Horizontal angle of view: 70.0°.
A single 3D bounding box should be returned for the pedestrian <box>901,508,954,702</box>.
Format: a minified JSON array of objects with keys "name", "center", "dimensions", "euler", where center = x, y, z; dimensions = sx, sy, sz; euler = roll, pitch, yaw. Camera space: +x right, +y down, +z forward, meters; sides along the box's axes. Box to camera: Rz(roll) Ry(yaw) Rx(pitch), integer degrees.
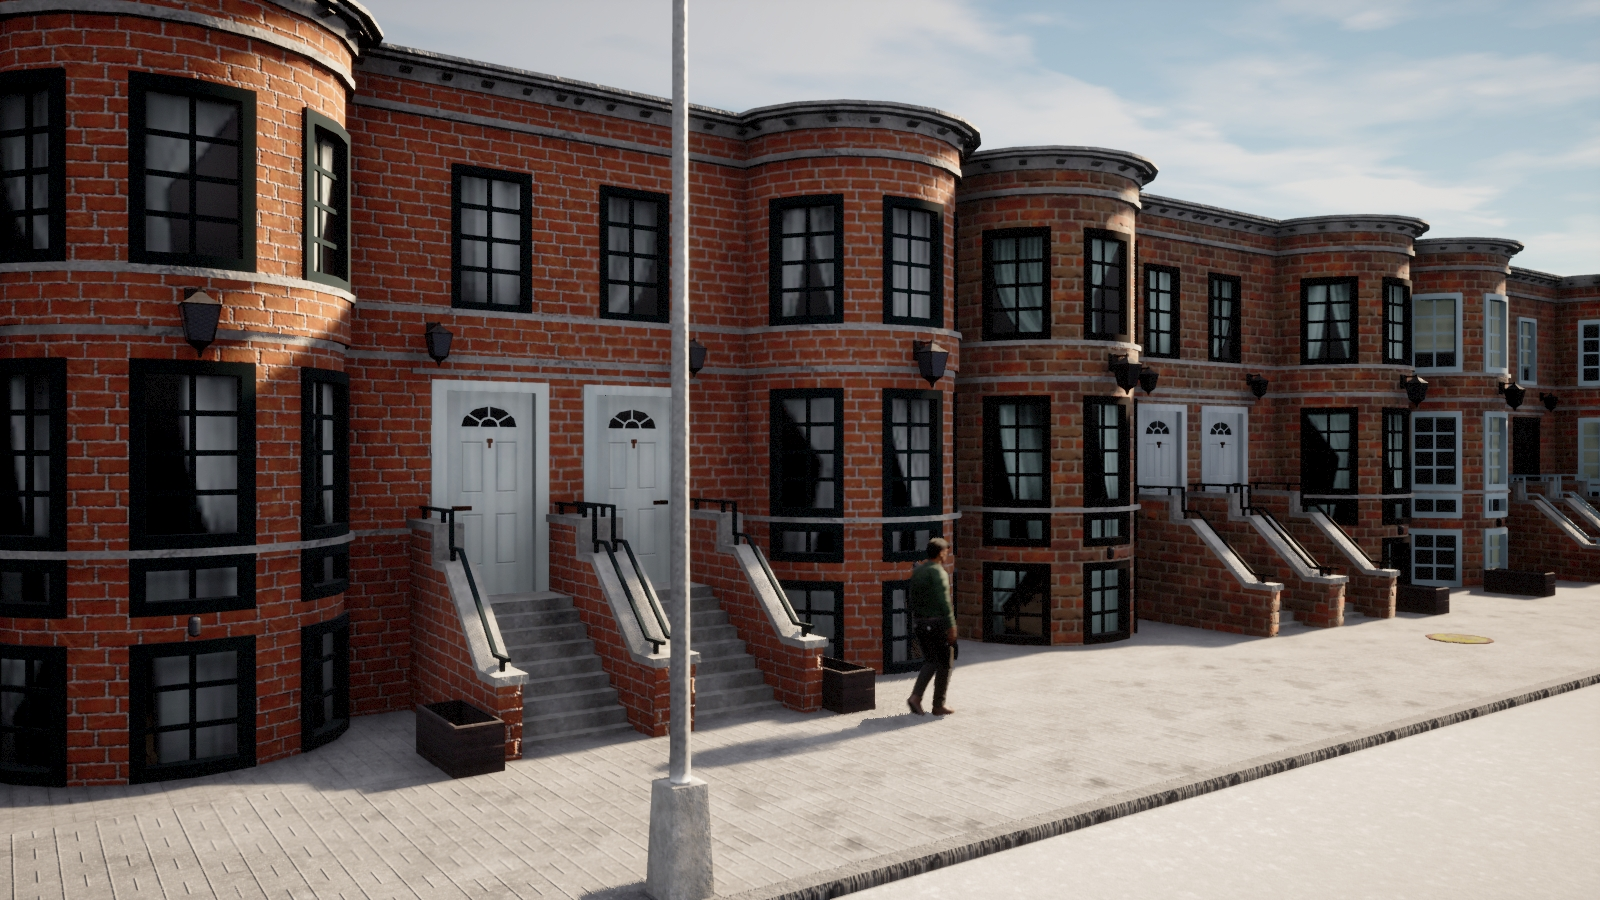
[{"name":"pedestrian","center":[1.272,1.521,11.389],"dimensions":[0.375,1.860,0.375],"euler":[0,0,-35]}]
